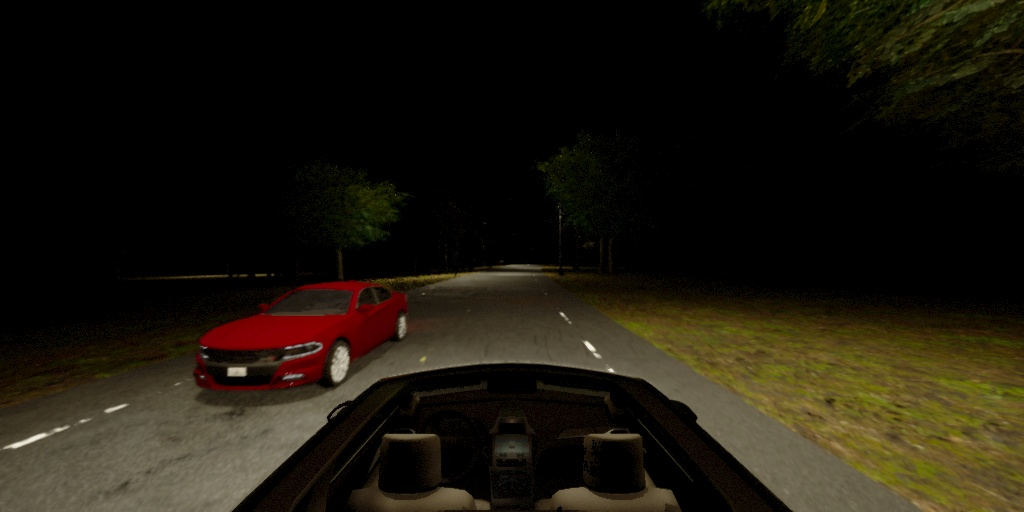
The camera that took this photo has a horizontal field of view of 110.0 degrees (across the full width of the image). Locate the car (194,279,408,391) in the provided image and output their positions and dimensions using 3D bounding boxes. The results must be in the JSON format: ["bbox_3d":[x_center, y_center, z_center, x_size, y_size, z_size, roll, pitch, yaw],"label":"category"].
[{"bbox_3d":[-3.582,1.271,7.187,1.882,1.535,5.008,0,-1,0],"label":"car"}]
